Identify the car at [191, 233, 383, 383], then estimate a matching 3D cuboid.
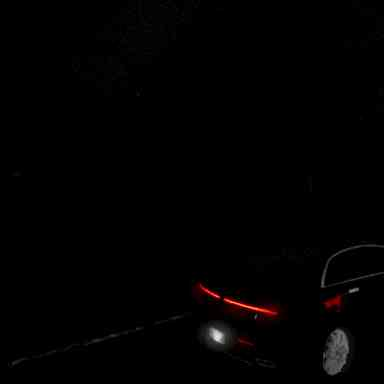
[{"bbox_3d":[2.266,1.436,5.363,4.892,1.490,1.837,-1,0,-35],"label":"car"}]
